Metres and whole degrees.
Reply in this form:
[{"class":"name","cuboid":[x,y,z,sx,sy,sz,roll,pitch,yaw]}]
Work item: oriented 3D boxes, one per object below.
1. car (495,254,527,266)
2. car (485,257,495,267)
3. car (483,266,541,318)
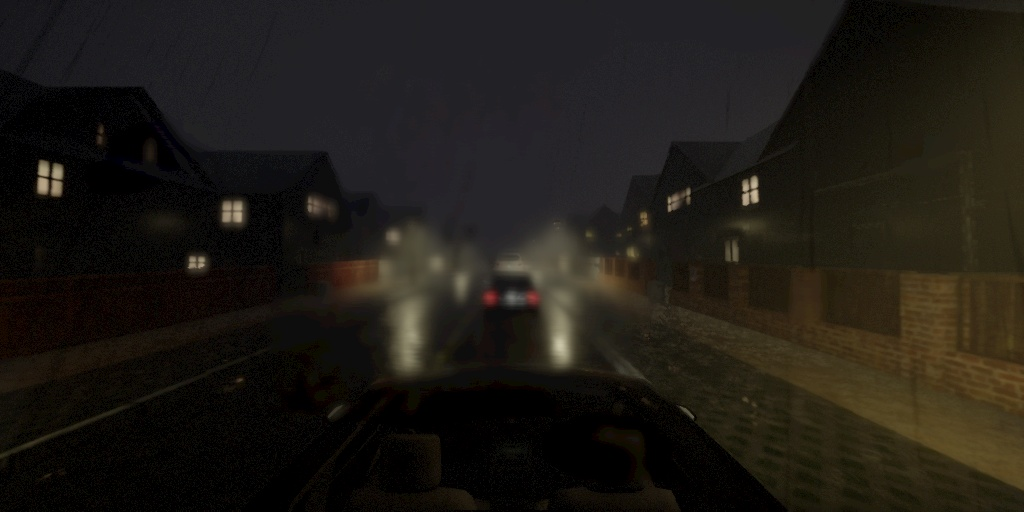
[{"class":"car","cuboid":[0.019,0.842,28.697,2.150,2.045,5.566,0,1,0]},{"class":"car","cuboid":[-2.847,0.887,53.344,2.097,1.767,4.553,0,0,0]},{"class":"car","cuboid":[0.015,1.239,12.674,2.033,1.411,5.357,0,0,0]}]
